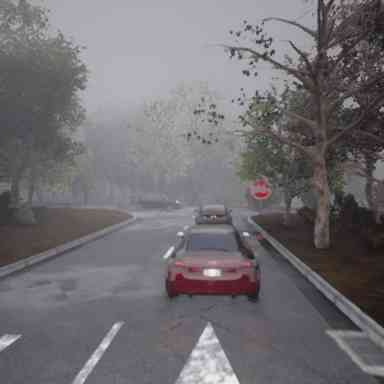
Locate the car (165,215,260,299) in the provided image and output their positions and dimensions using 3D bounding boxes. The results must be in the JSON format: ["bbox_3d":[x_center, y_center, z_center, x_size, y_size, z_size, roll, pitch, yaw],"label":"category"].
[{"bbox_3d":[0.530,1.505,8.400,1.994,1.385,4.181,0,1,4],"label":"car"}]

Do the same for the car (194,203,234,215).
[{"bbox_3d":[1.138,1.337,17.584,1.837,1.490,4.892,0,1,4],"label":"car"}]

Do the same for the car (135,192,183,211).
[{"bbox_3d":[-3.170,0.894,32.422,4.553,1.767,2.097,2,1,4],"label":"car"}]
